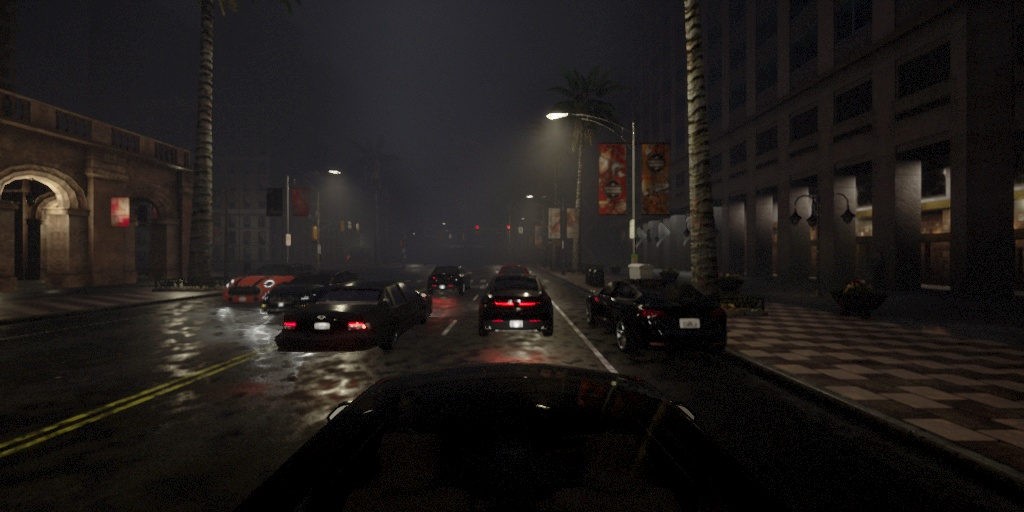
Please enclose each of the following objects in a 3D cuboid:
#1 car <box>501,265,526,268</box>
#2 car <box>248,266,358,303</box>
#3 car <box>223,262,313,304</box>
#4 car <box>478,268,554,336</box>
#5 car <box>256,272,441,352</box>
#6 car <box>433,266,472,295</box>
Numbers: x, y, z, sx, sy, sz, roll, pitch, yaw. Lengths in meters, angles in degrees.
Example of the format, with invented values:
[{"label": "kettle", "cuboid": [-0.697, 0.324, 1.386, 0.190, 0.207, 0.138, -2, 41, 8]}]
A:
[{"label": "car", "cuboid": [0.100, 1.237, 19.823, 1.882, 1.535, 5.008, 0, 0, 0]}, {"label": "car", "cuboid": [-7.074, 1.262, 13.432, 1.837, 1.490, 4.892, 0, 0, 0]}, {"label": "car", "cuboid": [-10.559, 1.109, 16.323, 2.097, 1.767, 4.553, 0, 0, 0]}, {"label": "car", "cuboid": [0.091, 1.258, 10.373, 1.837, 1.490, 4.892, 0, 0, 0]}, {"label": "car", "cuboid": [-3.398, 1.301, 8.934, 2.033, 1.411, 5.357, 0, 0, 0]}, {"label": "car", "cuboid": [-3.395, 1.264, 19.880, 1.837, 1.490, 4.892, 0, 0, 0]}]
